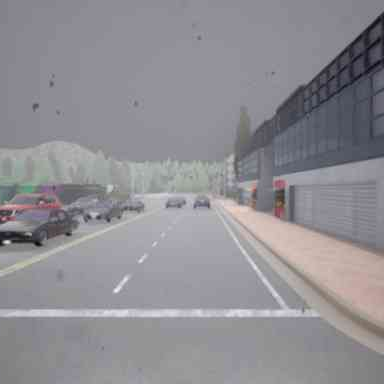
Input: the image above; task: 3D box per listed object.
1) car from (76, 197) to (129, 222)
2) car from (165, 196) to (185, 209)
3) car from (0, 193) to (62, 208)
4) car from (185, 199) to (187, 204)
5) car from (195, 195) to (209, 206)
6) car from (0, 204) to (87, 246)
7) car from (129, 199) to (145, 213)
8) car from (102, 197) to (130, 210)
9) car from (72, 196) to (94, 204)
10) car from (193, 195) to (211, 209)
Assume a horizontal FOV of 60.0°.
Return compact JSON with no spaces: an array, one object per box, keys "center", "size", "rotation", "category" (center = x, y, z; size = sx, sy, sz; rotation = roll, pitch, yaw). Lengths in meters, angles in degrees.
[{"center":[-6.507,1.375,24.844],"size":[2.128,1.511,4.902],"rotation":[0,0,2],"category":"car"},{"center":[-2.298,1.364,42.767],"size":[1.994,1.385,4.181],"rotation":[0,0,2],"category":"car"},{"center":[-10.155,1.122,20.992],"size":[2.150,2.045,5.566],"rotation":[0,0,2],"category":"car"},{"center":[-1.950,1.318,52.557],"size":[1.994,1.385,4.181],"rotation":[0,0,2],"category":"car"},{"center":[1.536,1.248,52.103],"size":[2.128,1.511,4.902],"rotation":[0,0,2],"category":"car"},{"center":[-6.842,1.476,15.102],"size":[2.033,1.411,5.357],"rotation":[0,0,2],"category":"car"},{"center":[-6.146,1.401,34.792],"size":[1.994,1.385,4.181],"rotation":[0,0,3],"category":"car"},{"center":[-9.397,1.353,41.386],"size":[2.033,1.411,5.357],"rotation":[0,0,3],"category":"car"},{"center":[-9.800,1.206,31.118],"size":[2.097,1.767,4.553],"rotation":[0,0,2],"category":"car"},{"center":[1.271,1.156,41.895],"size":[2.097,1.767,4.553],"rotation":[0,0,2],"category":"car"}]
